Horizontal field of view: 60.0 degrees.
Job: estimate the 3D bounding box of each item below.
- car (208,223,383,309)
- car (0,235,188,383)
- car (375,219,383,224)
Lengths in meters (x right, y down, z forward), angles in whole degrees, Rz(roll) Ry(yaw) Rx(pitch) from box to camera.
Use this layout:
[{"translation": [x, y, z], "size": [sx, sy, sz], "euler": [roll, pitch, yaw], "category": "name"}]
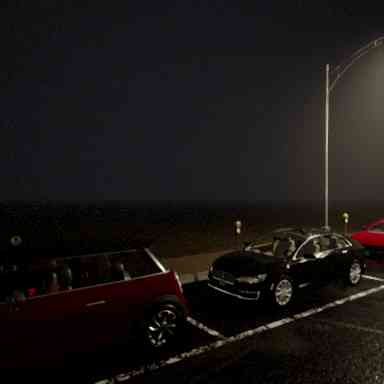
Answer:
[{"translation": [2.366, 1.550, 7.775], "size": [4.403, 1.369, 2.008], "euler": [0, 1, -35], "category": "car"}, {"translation": [-2.141, 1.440, 4.559], "size": [4.097, 1.590, 1.967], "euler": [0, 1, -35], "category": "car"}, {"translation": [6.873, 1.542, 10.990], "size": [4.507, 1.381, 1.887], "euler": [0, 1, -35], "category": "car"}]
